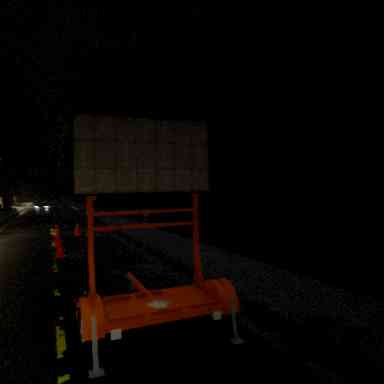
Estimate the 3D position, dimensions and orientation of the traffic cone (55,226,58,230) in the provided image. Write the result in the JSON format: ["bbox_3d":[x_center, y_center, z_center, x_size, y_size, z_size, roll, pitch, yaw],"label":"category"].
[{"bbox_3d":[-6.227,1.995,15.391,0.340,0.580,0.340,-1,0,-23],"label":"traffic cone"}]

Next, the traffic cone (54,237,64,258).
[{"bbox_3d":[-4.645,1.982,11.716,0.340,0.580,0.340,-1,0,-23],"label":"traffic cone"}]

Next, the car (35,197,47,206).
[{"bbox_3d":[-27.391,1.763,60.523,1.837,1.490,4.892,-1,0,-23],"label":"car"}]

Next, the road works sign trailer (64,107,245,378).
[{"bbox_3d":[-0.832,0.445,5.742,2.380,3.560,2.880,-1,0,-23],"label":"road works sign trailer"}]

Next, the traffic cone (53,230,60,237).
[{"bbox_3d":[-5.436,1.988,13.554,0.340,0.580,0.340,-1,0,-23],"label":"traffic cone"}]
